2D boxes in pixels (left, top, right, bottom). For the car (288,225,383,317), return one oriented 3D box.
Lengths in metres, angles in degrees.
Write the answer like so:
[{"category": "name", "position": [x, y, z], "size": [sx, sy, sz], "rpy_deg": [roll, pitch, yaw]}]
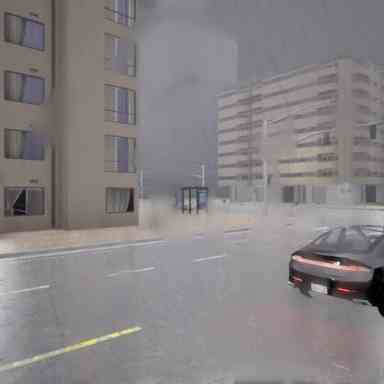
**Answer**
[{"category": "car", "position": [4.130, 1.492, 7.394], "size": [4.902, 1.511, 2.128], "rpy_deg": [0, 0, -39]}]
